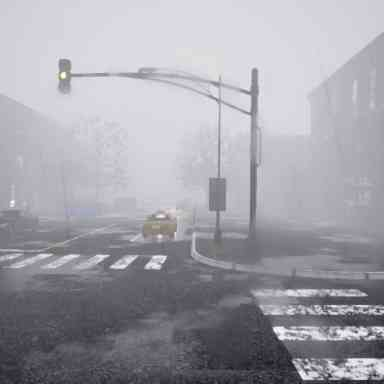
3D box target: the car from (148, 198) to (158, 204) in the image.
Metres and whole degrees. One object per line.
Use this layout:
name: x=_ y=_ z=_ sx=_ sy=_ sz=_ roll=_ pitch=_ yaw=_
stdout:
car: x=-9.323 y=2.195 z=79.670 sx=1.802 sy=1.307 sz=4.206 roll=0 pitch=0 yaw=1

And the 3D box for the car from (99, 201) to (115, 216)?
car: x=-9.903 y=1.775 z=35.306 sx=1.887 sy=1.381 sz=4.507 roll=0 pitch=0 yaw=1

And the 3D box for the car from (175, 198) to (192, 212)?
car: x=-1.379 y=1.979 z=46.286 sx=2.008 sy=1.369 sz=4.403 roll=0 pitch=0 yaw=1

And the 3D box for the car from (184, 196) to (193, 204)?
car: x=-0.870 y=2.079 z=85.108 sx=2.192 sy=1.841 sz=5.009 roll=0 pitch=0 yaw=1

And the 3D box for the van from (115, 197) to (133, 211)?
van: x=-9.757 y=1.667 z=46.399 sx=1.690 sy=1.788 sz=3.998 roll=0 pitch=0 yaw=1

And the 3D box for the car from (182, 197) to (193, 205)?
car: x=-1.015 y=1.983 z=74.017 sx=2.192 sy=1.841 sz=5.009 roll=0 pitch=0 yaw=1

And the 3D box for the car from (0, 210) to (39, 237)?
car: x=-10.121 y=1.667 z=18.669 sx=1.802 sy=1.307 sz=4.206 roll=0 pitch=0 yaw=1

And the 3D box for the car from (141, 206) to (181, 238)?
car: x=-1.740 y=1.715 z=18.729 sx=1.752 sy=1.417 sz=4.829 roll=0 pitch=0 yaw=1

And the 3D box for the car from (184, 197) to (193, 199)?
car: x=-1.161 y=2.139 z=62.923 sx=1.947 sy=1.339 sz=4.313 roll=0 pitch=0 yaw=1

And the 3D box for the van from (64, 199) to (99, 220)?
van: x=-9.975 y=1.523 z=29.762 sx=1.690 sy=1.788 sz=3.998 roll=0 pitch=0 yaw=1

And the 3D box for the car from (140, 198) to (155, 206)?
car: x=-9.468 y=2.084 z=68.579 sx=1.947 sy=1.339 sz=4.313 roll=0 pitch=0 yaw=1

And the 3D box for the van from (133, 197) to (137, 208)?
van: x=-9.684 y=1.715 z=51.944 sx=1.690 sy=1.788 sz=3.998 roll=0 pitch=0 yaw=1

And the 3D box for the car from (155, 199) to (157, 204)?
car: x=-9.395 y=2.111 z=74.125 sx=1.887 sy=1.381 sz=4.507 roll=0 pitch=0 yaw=1

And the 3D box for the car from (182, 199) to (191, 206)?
car: x=-1.088 y=2.165 z=68.469 sx=1.887 sy=1.381 sz=4.507 roll=0 pitch=0 yaw=1
